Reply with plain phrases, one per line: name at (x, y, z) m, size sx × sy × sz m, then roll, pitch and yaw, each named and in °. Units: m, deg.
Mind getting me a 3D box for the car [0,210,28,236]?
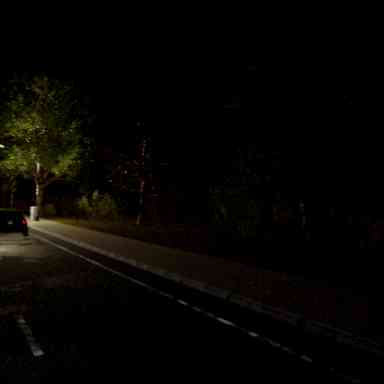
car at (-12.497, 1.974, 22.395) m, size 2.097 × 1.767 × 4.553 m, roll 3°, pitch -3°, yaw -35°
